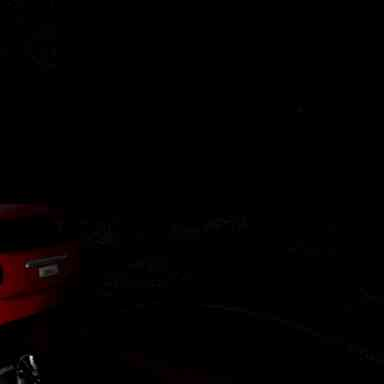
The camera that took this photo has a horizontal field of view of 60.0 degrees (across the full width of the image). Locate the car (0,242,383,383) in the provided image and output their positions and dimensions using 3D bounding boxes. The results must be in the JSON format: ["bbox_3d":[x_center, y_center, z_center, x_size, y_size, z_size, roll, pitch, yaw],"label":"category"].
[{"bbox_3d":[0.274,1.511,3.120,4.792,1.488,2.163,0,0,35],"label":"car"}]

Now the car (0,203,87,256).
[{"bbox_3d":[-4.241,1.231,6.340,5.566,2.045,2.435,0,0,36],"label":"car"}]
